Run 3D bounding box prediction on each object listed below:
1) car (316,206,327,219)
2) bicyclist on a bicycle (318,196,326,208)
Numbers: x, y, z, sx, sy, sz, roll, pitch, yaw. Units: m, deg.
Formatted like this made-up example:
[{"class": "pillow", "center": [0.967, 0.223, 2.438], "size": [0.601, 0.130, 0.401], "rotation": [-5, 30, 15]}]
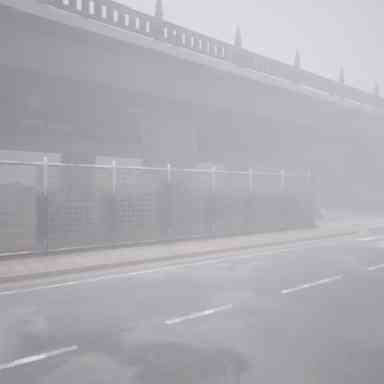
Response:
[{"class": "car", "center": [9.079, 1.488, 28.492], "size": [2.128, 1.511, 4.902], "rotation": [0, 0, -36]}, {"class": "bicyclist on a bicycle", "center": [16.668, 1.295, 42.685], "size": [1.656, 1.620, 0.582], "rotation": [0, 0, -36]}]
